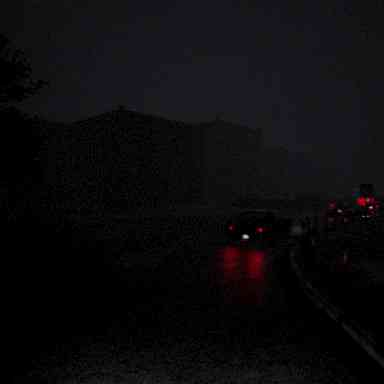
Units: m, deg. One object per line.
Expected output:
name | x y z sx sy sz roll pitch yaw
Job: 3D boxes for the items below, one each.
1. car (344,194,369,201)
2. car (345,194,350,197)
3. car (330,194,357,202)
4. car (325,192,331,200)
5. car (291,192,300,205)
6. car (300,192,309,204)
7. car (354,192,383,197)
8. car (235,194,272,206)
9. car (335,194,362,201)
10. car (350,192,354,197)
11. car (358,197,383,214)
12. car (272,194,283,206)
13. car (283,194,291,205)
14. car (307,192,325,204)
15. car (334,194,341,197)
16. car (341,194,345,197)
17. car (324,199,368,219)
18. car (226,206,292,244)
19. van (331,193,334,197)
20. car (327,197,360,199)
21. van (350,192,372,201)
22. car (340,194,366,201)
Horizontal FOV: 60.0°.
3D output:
car | 38.897 1.234 78.643 4.892 1.521 2.231 2 1 44
car | 29.314 1.097 68.734 4.553 1.767 2.185 2 1 44
car | 33.163 1.225 72.683 4.892 1.521 2.231 2 1 44
car | 21.821 1.234 60.638 5.366 1.575 1.946 2 1 44
car | 14.061 1.119 52.793 4.553 1.767 2.185 2 1 44
car | 15.948 1.245 54.811 4.892 1.521 2.231 2 1 44
car | 24.831 1.242 46.031 2.150 2.045 5.566 2 1 44
car | 8.323 1.105 46.830 4.553 1.767 2.185 2 1 44
car | 35.075 1.227 74.670 4.892 1.521 2.231 2 1 44
car | 31.271 1.098 70.678 4.553 1.767 2.185 2 1 44
car | 20.618 1.636 37.305 1.994 1.385 4.181 2 1 44
car | 10.210 1.237 48.847 5.008 1.535 2.097 2 1 44
car | 12.126 1.281 50.828 4.674 1.452 2.002 2 1 44
car | 19.758 0.985 58.796 5.566 2.045 2.435 2 1 44
car | 25.507 1.226 64.744 5.008 1.535 2.097 2 1 44
car | 27.402 1.098 66.747 4.553 1.767 2.185 2 1 44
car | 13.880 1.600 29.876 1.994 1.385 4.181 2 1 41
car | 3.361 1.576 15.818 1.895 1.301 4.718 1 0 30
van | 23.687 1.006 62.669 4.442 1.987 1.878 2 1 44
car | 17.872 1.610 38.785 1.895 1.301 4.718 2 1 44
van | 40.978 1.015 80.639 4.442 1.987 1.878 2 1 44
car | 36.986 1.230 76.657 4.892 1.521 2.231 2 1 44
